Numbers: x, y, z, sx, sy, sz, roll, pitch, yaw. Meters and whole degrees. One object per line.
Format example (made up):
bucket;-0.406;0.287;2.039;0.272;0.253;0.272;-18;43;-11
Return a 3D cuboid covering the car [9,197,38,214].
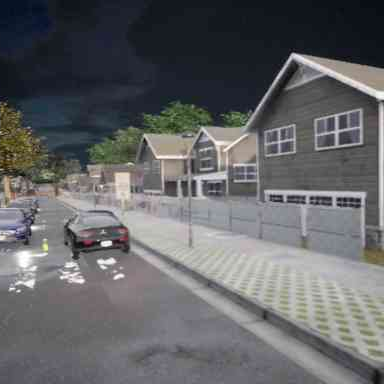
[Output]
car;-11.890;1.382;22.978;1.837;1.490;4.892;-2;1;-24

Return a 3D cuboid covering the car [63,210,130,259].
car;-3.573;1.377;12.085;1.812;1.442;4.674;-2;1;-26

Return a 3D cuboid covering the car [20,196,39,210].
car;-20.227;1.306;41.531;1.812;1.442;4.674;-2;1;-24

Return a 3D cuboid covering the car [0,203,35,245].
car;-8.098;1.453;14.588;1.812;1.442;4.674;-2;1;-24
